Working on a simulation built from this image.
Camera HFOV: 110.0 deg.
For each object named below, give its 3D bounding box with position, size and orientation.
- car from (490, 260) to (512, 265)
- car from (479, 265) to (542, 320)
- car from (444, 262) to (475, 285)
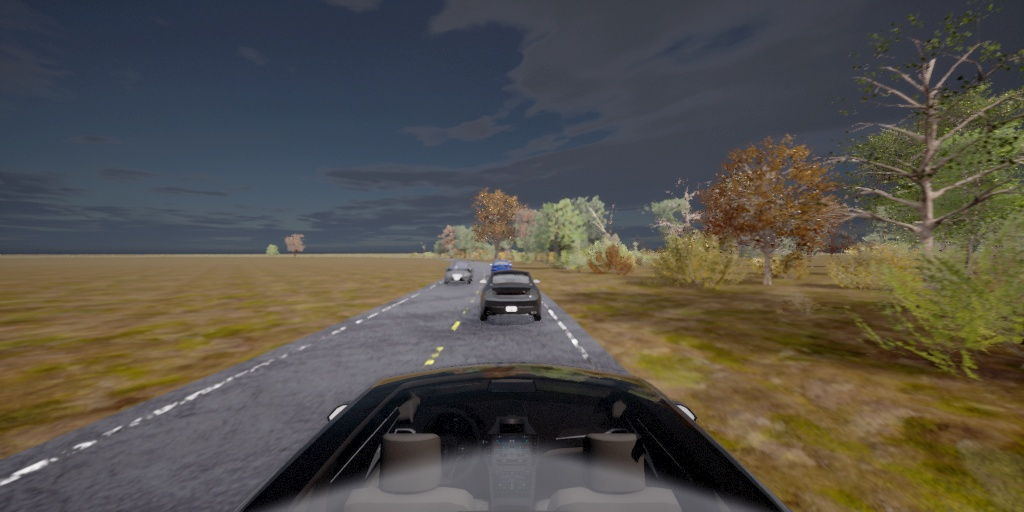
[{"bbox_3d":[-1.020,1.136,33.574,1.882,1.535,5.008,0,0,-4],"label":"car"},{"bbox_3d":[-0.065,1.223,12.395,1.837,1.490,4.892,0,0,-1],"label":"car"},{"bbox_3d":[-3.654,1.176,25.446,2.128,1.511,4.902,0,0,-3],"label":"car"}]
